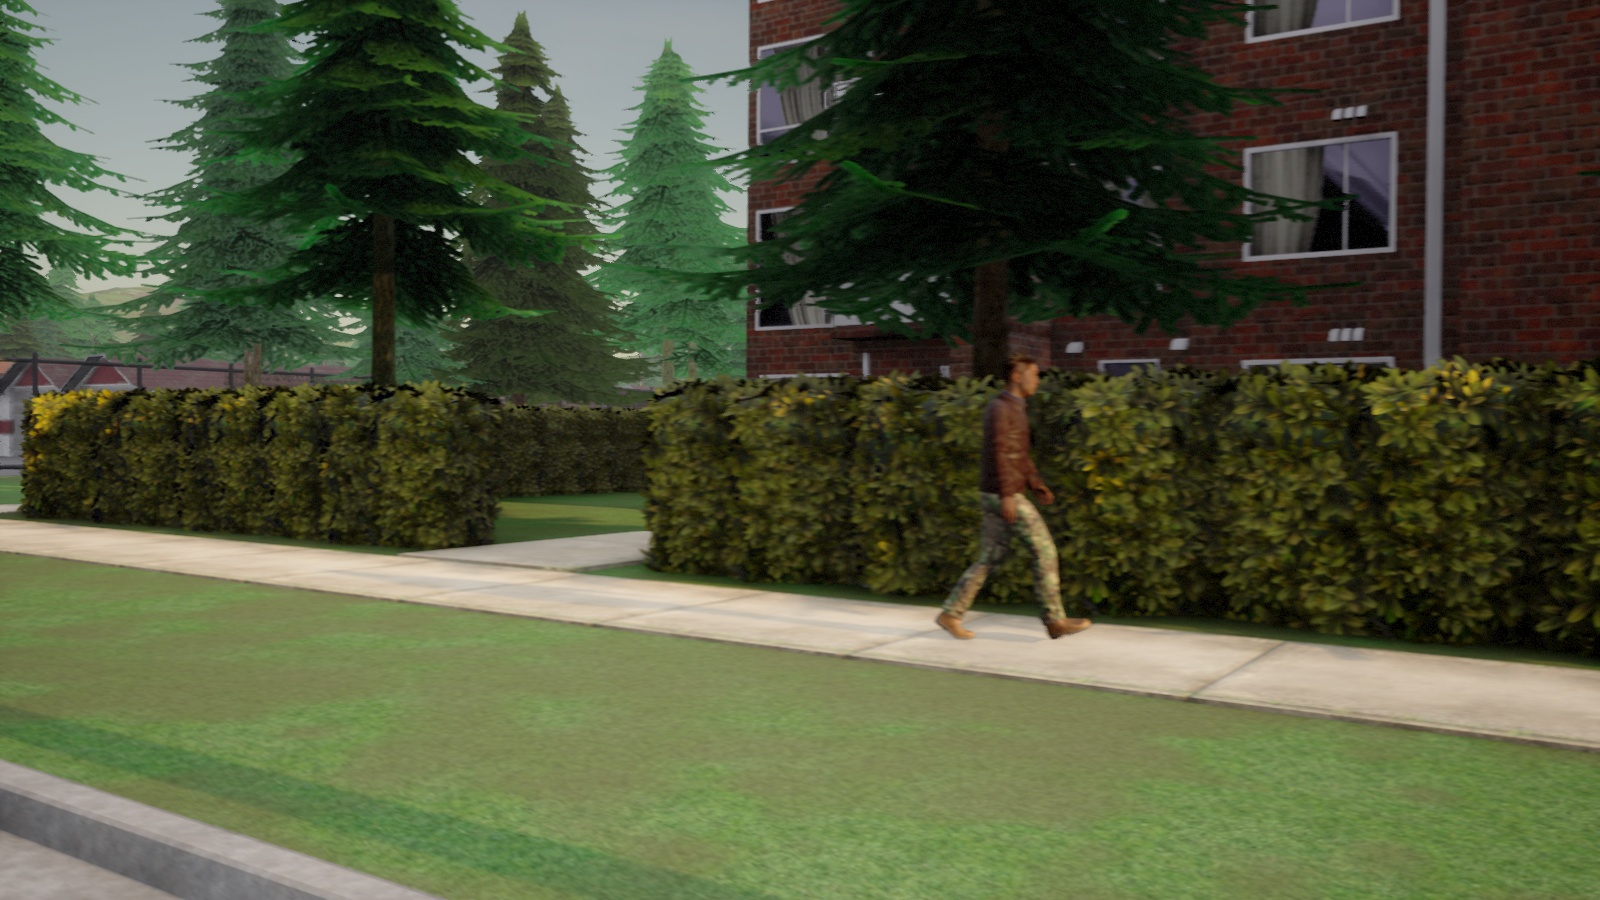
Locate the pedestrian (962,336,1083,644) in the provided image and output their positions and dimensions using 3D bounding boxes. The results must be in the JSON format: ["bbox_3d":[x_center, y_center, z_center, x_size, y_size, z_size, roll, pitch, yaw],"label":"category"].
[{"bbox_3d":[1.385,0.241,7.791,0.703,1.840,0.431,0,1,14],"label":"pedestrian"}]
